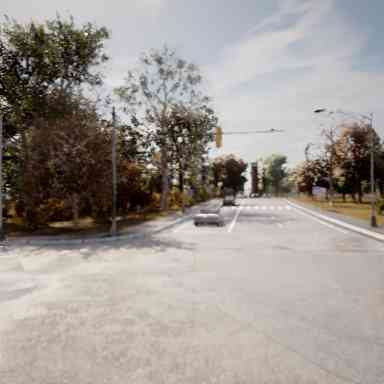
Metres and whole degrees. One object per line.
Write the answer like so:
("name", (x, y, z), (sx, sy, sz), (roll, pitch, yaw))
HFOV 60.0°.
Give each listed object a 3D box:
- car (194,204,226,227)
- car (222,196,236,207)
("car", (1.329, 1.878, 25.597), (1.895, 1.301, 4.718), (-1, 0, 10))
("car", (5.682, 1.401, 50.781), (1.882, 1.535, 5.008), (-1, 1, 10))
